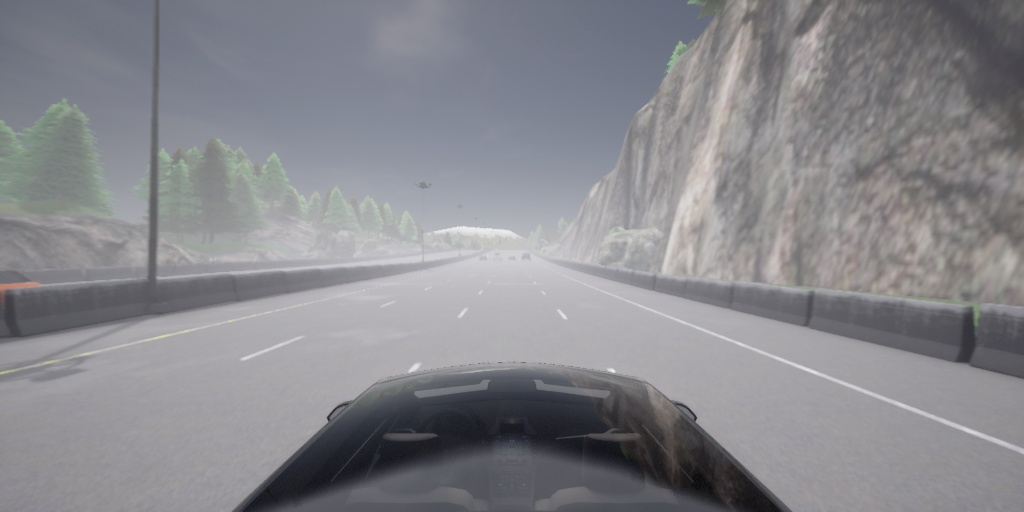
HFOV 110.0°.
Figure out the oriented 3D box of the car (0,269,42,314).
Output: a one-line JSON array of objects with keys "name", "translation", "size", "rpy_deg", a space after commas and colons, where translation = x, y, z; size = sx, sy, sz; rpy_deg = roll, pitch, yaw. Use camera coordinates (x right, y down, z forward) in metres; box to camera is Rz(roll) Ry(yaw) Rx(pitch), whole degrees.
[{"name": "car", "translation": [-17.503, 1.190, 10.701], "size": [2.097, 1.767, 4.553], "rpy_deg": [0, 0, 0]}]
